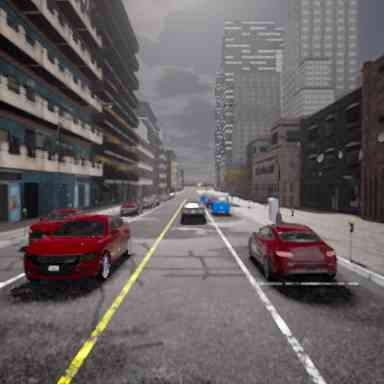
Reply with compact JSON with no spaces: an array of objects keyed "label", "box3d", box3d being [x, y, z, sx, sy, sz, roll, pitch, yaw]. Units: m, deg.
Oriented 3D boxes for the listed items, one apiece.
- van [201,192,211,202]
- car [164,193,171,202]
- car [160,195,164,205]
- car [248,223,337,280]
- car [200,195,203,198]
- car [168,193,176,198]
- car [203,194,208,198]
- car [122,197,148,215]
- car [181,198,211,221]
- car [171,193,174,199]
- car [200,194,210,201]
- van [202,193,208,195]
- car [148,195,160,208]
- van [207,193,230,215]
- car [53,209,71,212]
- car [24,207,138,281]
[{"label":"van","box3d":[2.685,1.001,65.336,1.690,1.788,3.998,-1,0,0]},{"label":"car","box3d":[-5.692,1.210,65.296,2.008,1.369,4.403,-1,0,0]},{"label":"car","box3d":[-5.696,1.194,48.555,1.967,1.590,4.097,-1,0,0]},{"label":"car","box3d":[2.679,1.536,9.537,1.802,1.307,4.206,-1,0,0]},{"label":"car","box3d":[0.108,1.388,42.254,1.895,1.301,4.718,0,0,0]},{"label":"car","box3d":[-5.686,1.058,93.200,1.947,1.339,4.313,-1,0,0]},{"label":"car","box3d":[2.685,1.329,43.016,1.887,1.381,4.507,-1,0,0]},{"label":"car","box3d":[-5.697,1.424,31.814,1.802,1.307,4.206,-1,0,0]},{"label":"car","box3d":[0.103,1.420,25.565,2.033,1.411,5.357,0,0,0]},{"label":"car","box3d":[-5.690,1.138,76.458,1.887,1.381,4.507,-1,0,0]},{"label":"car","box3d":[2.690,1.193,70.918,1.947,1.339,4.313,-1,0,0]},{"label":"van","box3d":[2.683,1.064,54.176,1.690,1.788,3.998,-1,0,0]},{"label":"car","box3d":[-5.696,1.335,42.976,2.008,1.369,4.403,-1,0,0]},{"label":"van","box3d":[2.679,1.183,31.855,1.690,1.788,3.998,-1,0,0]},{"label":"car","box3d":[-5.700,1.471,15.073,1.887,1.381,4.507,-1,0,0]},{"label":"car","box3d":[-3.063,1.429,9.911,1.882,1.535,5.008,0,0,0]}]
